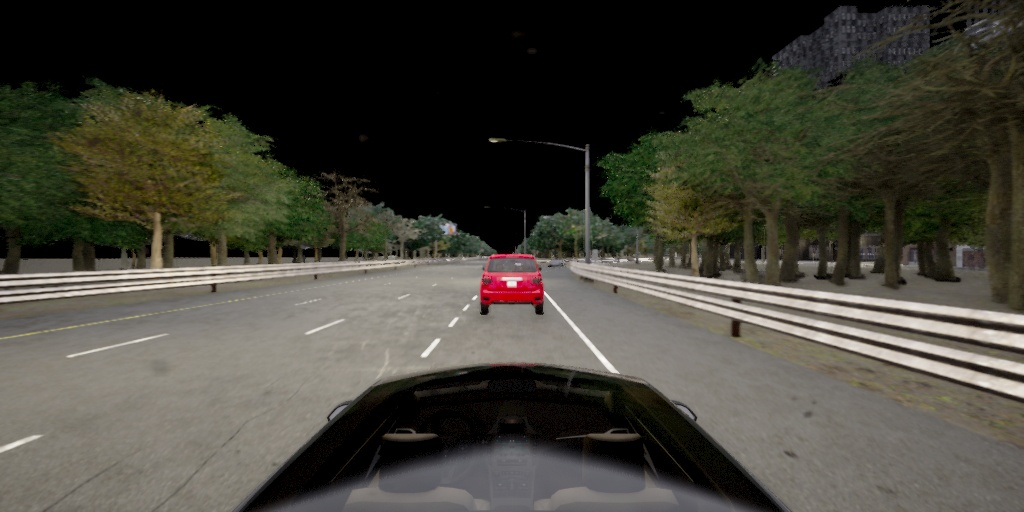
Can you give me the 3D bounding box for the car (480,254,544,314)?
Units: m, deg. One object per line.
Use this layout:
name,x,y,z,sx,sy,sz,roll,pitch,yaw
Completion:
car,-0.002,0.959,13.839,2.150,2.045,5.566,0,0,0

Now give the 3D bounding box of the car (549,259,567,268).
car,7.665,1.236,59.815,1.994,1.385,4.181,0,0,25
